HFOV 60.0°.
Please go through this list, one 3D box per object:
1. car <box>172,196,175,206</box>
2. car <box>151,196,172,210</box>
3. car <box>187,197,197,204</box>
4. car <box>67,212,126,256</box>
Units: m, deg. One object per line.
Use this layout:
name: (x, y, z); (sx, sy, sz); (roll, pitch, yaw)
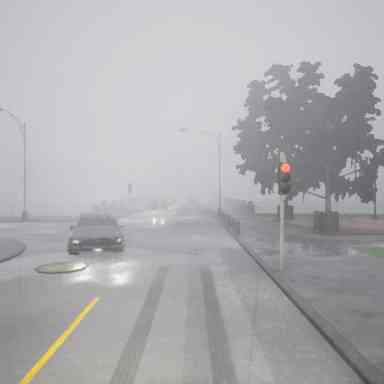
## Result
car: (-4.062, 1.477, 51.794); (1.882, 1.535, 5.008); (0, 0, 0)
car: (-4.074, 1.491, 42.246); (2.128, 1.511, 4.902); (0, 0, 0)
car: (0.038, 1.547, 61.682); (2.033, 1.411, 5.357); (0, 0, 0)
car: (-3.843, 1.547, 13.612); (2.033, 1.411, 5.357); (0, 0, -16)
